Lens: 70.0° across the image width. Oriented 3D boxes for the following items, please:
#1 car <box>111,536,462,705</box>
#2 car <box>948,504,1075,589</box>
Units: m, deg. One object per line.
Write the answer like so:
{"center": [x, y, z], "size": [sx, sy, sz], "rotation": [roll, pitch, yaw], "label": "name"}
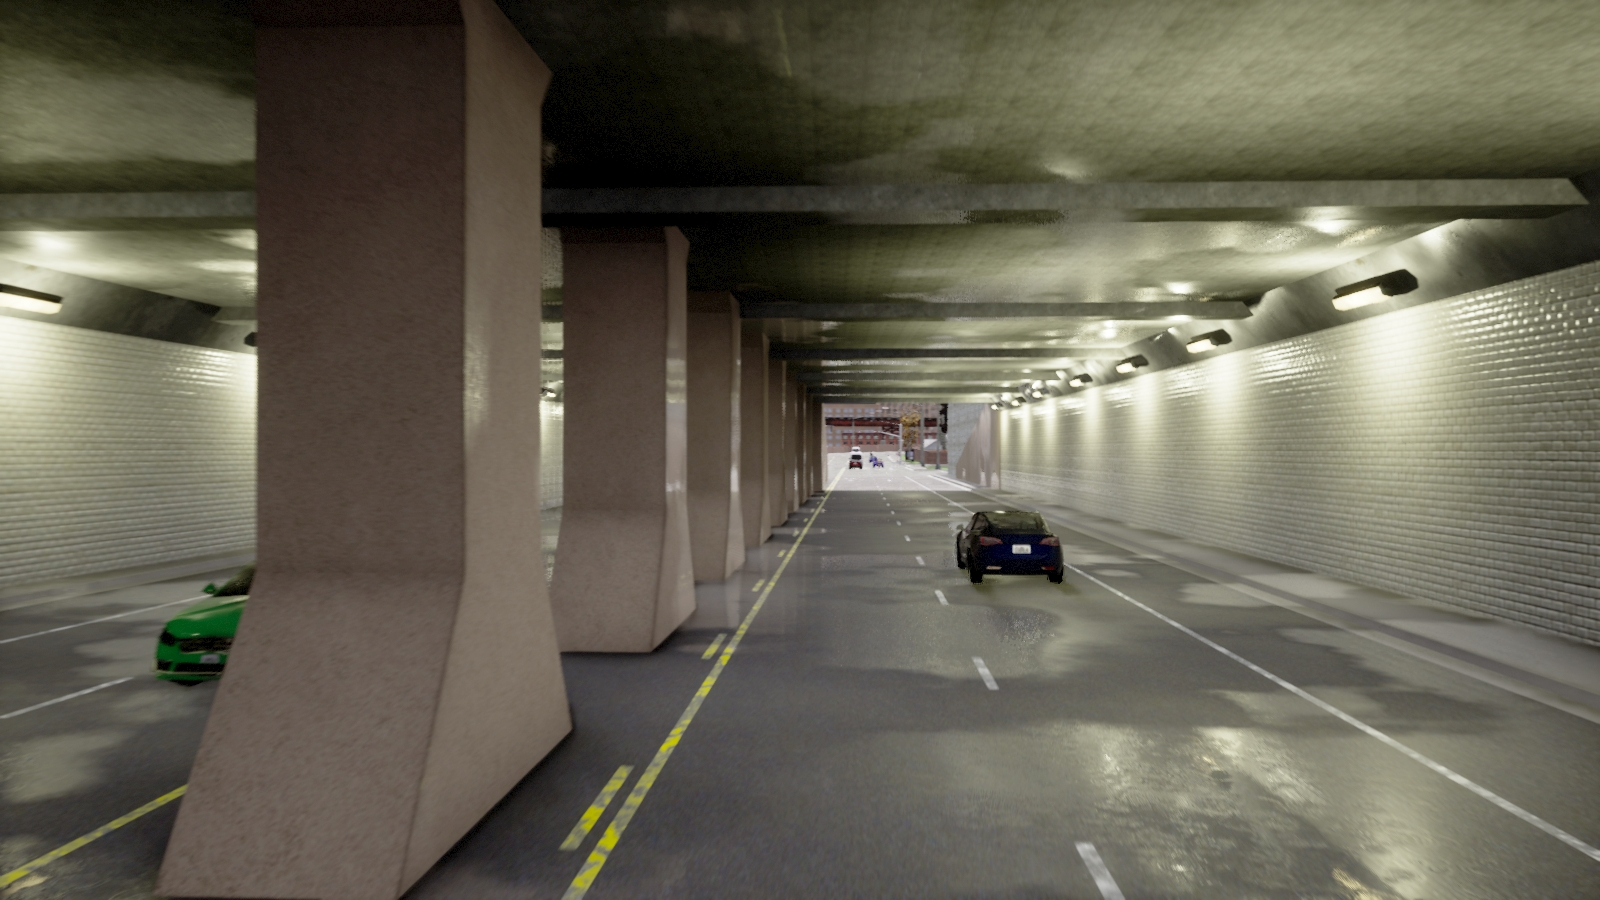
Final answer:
{"center": [-6.403, 2.059, 15.060], "size": [2.231, 1.480, 4.892], "rotation": [0, 0, 3], "label": "car"}
{"center": [4.596, 2.064, 25.581], "size": [2.163, 1.488, 4.792], "rotation": [0, 0, 3], "label": "car"}
